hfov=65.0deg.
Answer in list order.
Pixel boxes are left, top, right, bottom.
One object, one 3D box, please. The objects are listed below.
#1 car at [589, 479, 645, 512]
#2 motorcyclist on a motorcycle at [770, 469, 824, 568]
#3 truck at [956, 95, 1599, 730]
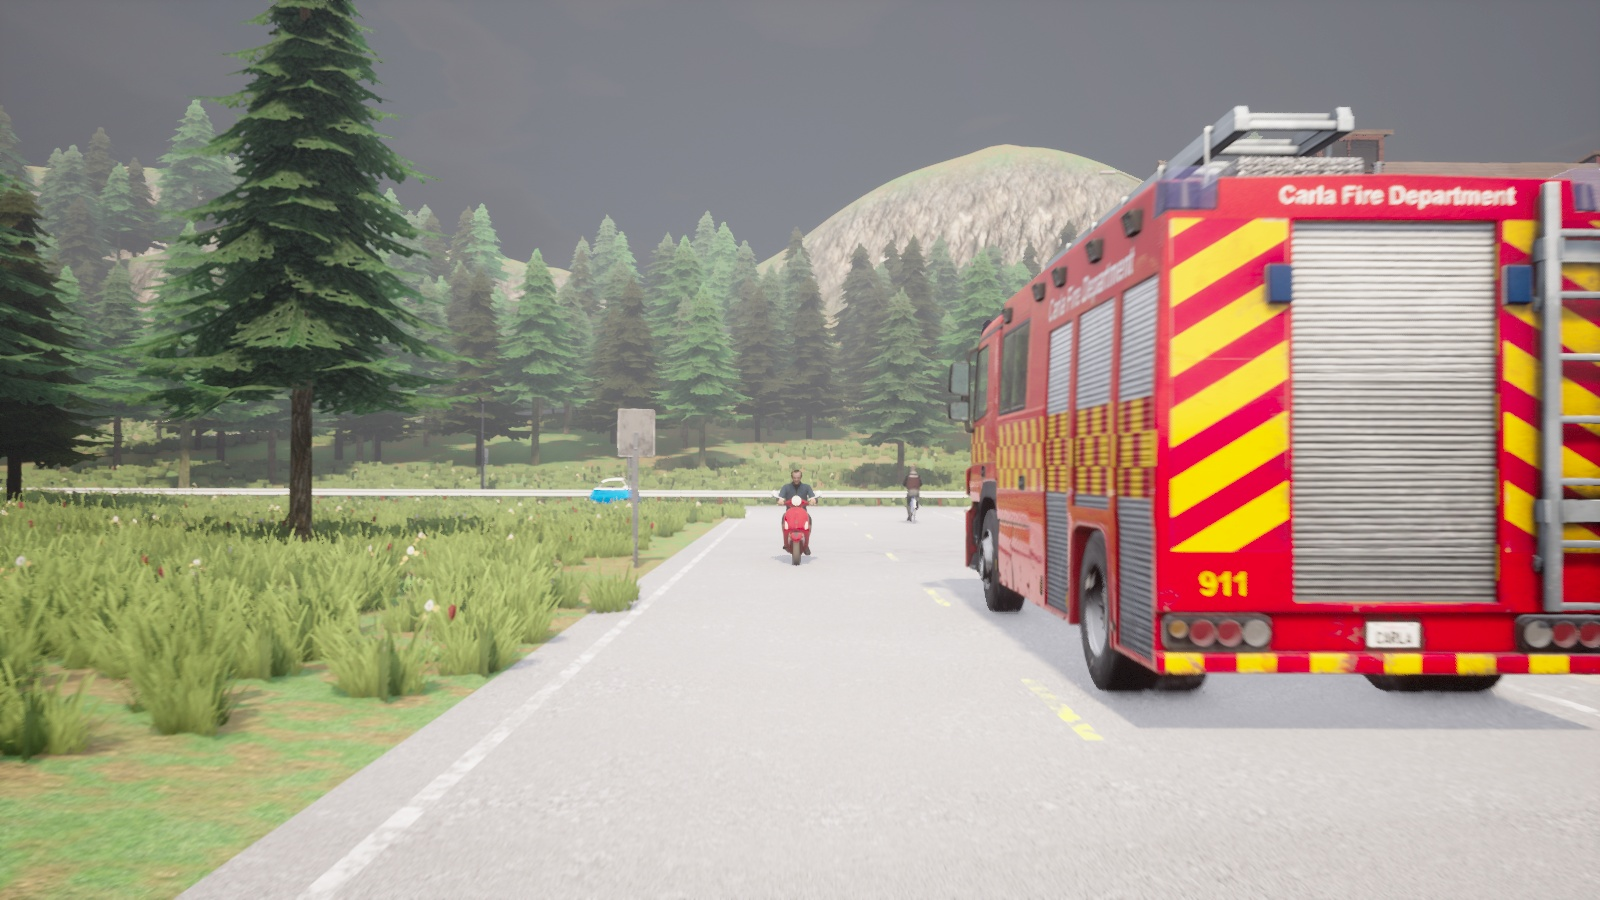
[{"bbox_3d":[-7.991,1.965,55.007,2.207,1.376,1.481,-1,-1,0],"label":"car"},{"bbox_3d":[-0.051,1.126,21.242,0.866,1.590,1.817,0,-1,0],"label":"motorcyclist on a motorcycle"},{"bbox_3d":[3.466,-0.165,11.829,2.891,3.827,8.468,0,-1,0],"label":"truck"}]
